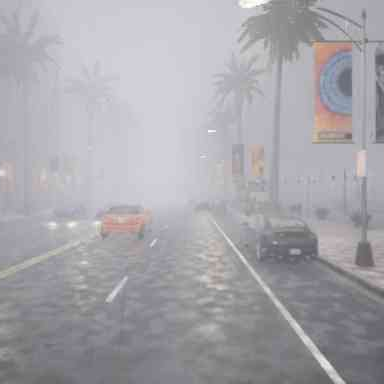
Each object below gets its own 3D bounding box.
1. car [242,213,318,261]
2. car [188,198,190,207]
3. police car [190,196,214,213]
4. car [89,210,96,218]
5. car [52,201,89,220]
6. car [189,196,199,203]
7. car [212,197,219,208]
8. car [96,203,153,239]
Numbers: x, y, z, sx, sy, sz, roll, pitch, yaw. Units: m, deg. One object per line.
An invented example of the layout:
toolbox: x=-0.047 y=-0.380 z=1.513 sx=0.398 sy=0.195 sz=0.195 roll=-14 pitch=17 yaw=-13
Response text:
car: x=3.087 y=1.531 z=12.370 sx=2.231 sy=1.521 sz=4.892 roll=0 pitch=0 yaw=0
car: x=0.349 y=1.733 z=56.564 sx=1.837 sy=1.490 sz=4.892 roll=0 pitch=0 yaw=1
police car: x=1.106 y=1.485 z=40.104 sx=1.930 sy=1.638 sz=5.238 roll=-8 pitch=2 yaw=0
car: x=-7.098 y=1.667 z=29.453 sx=2.033 sy=1.411 sz=5.357 roll=0 pitch=0 yaw=0
car: x=-10.595 y=1.598 z=29.424 sx=1.882 sy=1.535 sz=5.008 roll=0 pitch=0 yaw=0
car: x=0.435 y=1.639 z=70.721 sx=2.033 sy=1.411 sz=5.357 roll=0 pitch=0 yaw=1
car: x=3.408 y=1.769 z=63.674 sx=2.161 sy=1.482 sz=4.786 roll=0 pitch=0 yaw=0
car: x=-3.400 y=1.426 z=18.091 sx=2.097 sy=1.767 sz=4.553 roll=0 pitch=0 yaw=0
